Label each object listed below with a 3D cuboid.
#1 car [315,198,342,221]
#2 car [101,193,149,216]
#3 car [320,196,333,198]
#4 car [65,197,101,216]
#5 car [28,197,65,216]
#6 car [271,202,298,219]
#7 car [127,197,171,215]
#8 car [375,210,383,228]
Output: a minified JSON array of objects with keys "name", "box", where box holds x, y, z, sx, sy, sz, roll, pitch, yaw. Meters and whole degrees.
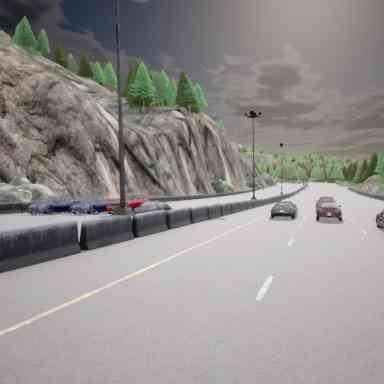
[{"name":"car","box":[11.069,1.476,26.989,1.812,1.442,4.674,0,0,21]},{"name":"car","box":[-5.957,1.155,31.995,2.150,2.045,5.566,0,0,21]},{"name":"car","box":[14.691,1.285,36.399,2.097,1.767,4.553,0,0,21]},{"name":"car","box":[-9.601,1.284,32.263,2.097,1.767,4.553,0,0,21]},{"name":"car","box":[-13.448,1.283,32.016,2.097,1.767,4.553,0,0,21]},{"name":"car","box":[8.015,1.509,28.774,1.994,1.385,4.181,0,0,21]},{"name":"car","box":[-3.380,1.466,28.946,1.812,1.442,4.674,0,0,21]},{"name":"car","box":[11.589,1.514,18.568,2.033,1.411,5.357,0,0,21]}]
